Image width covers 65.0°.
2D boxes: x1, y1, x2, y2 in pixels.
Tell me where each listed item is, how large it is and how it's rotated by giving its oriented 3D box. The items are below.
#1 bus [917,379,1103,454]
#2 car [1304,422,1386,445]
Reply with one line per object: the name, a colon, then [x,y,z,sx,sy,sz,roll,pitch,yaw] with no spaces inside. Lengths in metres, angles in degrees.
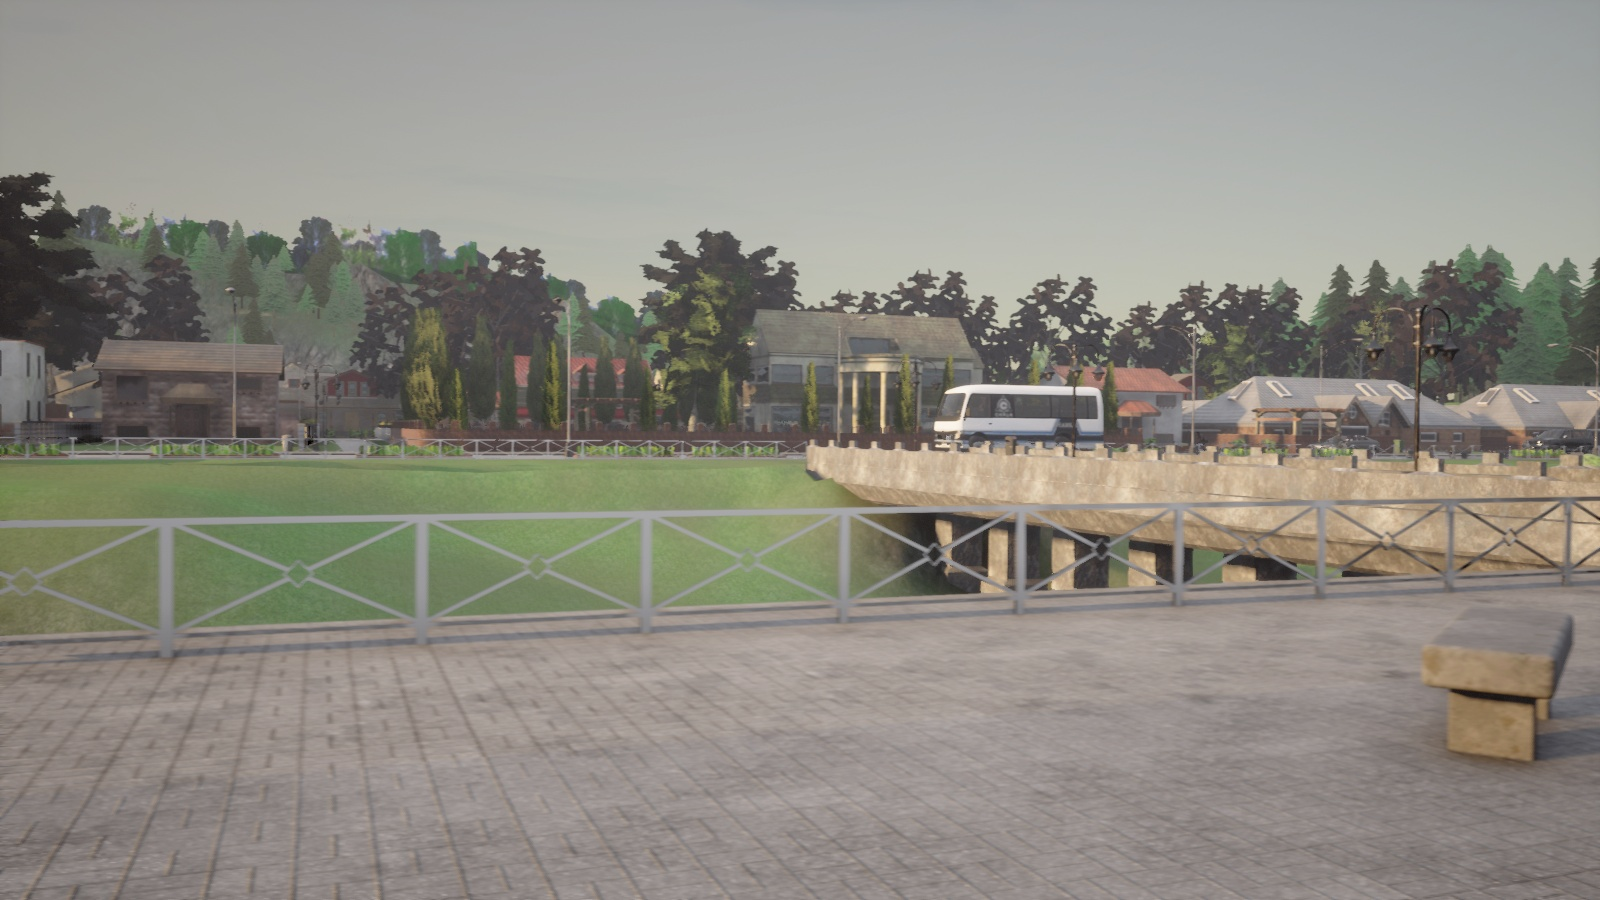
bus: [12.474,-1.990,74.609,10.273,4.253,3.944,-1,1,-20]
car: [36.328,-1.105,83.761,4.902,1.511,2.128,-1,1,-21]
